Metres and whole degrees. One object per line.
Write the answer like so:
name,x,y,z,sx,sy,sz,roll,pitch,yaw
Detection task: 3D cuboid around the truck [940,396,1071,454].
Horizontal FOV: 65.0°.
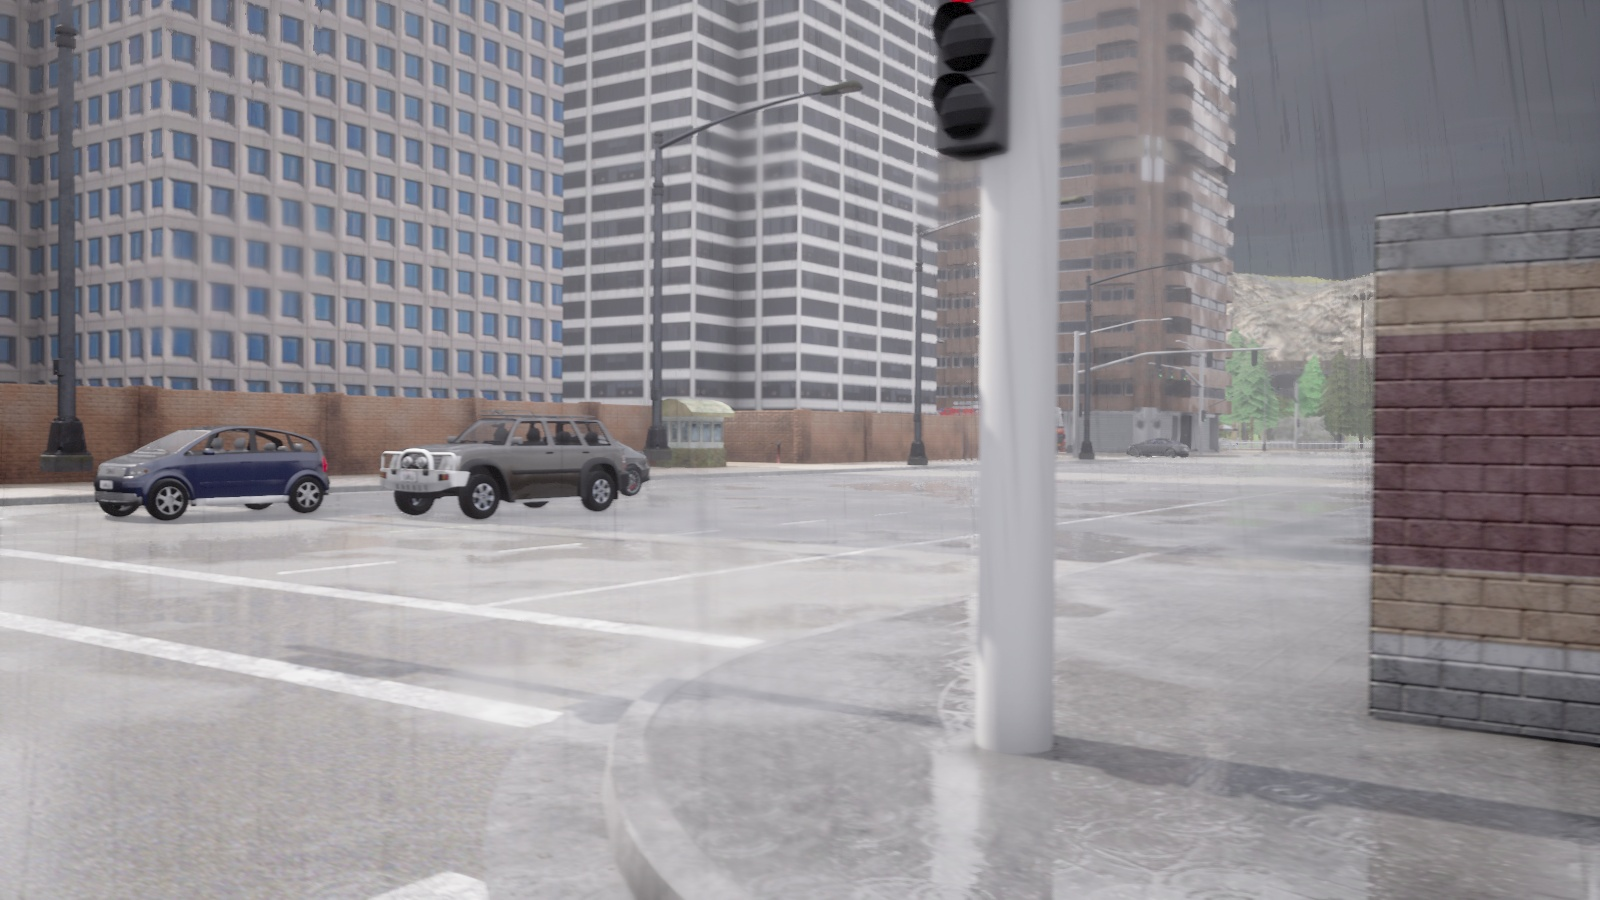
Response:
truck,14.110,-1.684,86.692,8.468,3.827,2.891,0,1,34

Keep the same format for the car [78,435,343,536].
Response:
car,-10.030,0.540,21.593,1.789,1.549,3.705,0,1,34

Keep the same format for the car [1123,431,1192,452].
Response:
car,24.959,-0.581,87.641,4.181,1.385,1.994,0,1,42

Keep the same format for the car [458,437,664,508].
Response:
car,-5.315,0.449,28.570,1.812,1.442,4.674,0,1,34

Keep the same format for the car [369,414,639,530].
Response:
car,-5.163,0.315,22.554,1.932,1.855,4.605,0,1,34
